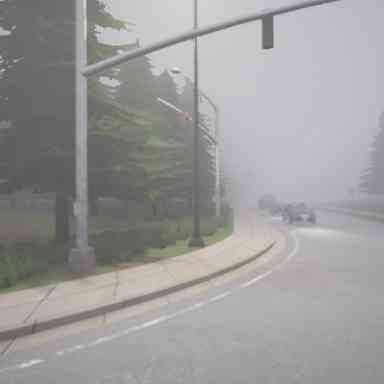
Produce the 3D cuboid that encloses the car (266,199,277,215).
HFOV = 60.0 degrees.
[{"bbox_3d":[9.262,1.691,35.130,1.895,1.301,4.718,0,0,7],"label":"car"}]

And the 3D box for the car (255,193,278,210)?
[{"bbox_3d":[10.422,1.347,45.632,2.150,2.045,5.566,0,0,5],"label":"car"}]

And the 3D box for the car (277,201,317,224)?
[{"bbox_3d":[8.037,1.548,25.208,2.128,1.511,4.902,0,0,7],"label":"car"}]
